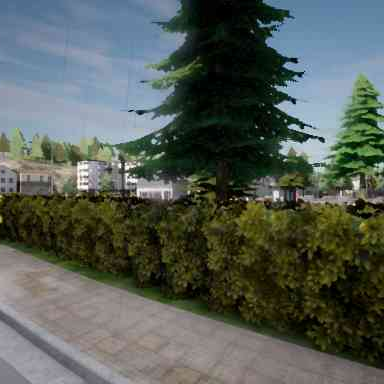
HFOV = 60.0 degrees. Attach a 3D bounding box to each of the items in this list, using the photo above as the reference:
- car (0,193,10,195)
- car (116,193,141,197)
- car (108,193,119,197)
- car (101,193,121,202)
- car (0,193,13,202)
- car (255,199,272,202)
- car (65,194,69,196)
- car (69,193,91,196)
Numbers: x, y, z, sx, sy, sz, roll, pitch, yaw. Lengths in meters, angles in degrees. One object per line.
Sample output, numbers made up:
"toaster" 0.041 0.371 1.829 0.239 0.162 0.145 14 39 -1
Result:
"car" -23.145 1.330 40.971 5.027 1.636 2.152 0 0 -45
"car" -9.708 1.384 53.927 3.806 1.475 1.970 0 0 -45
"car" -15.228 1.097 70.363 4.605 1.855 1.932 0 0 -45
"car" -17.555 1.077 72.150 3.866 1.878 1.905 0 0 -45
"car" -41.123 1.097 71.368 4.605 1.855 1.932 0 0 -45
"car" 9.885 1.478 44.371 5.008 1.535 1.882 0 0 -45
"car" -31.230 1.232 85.648 3.806 1.475 1.970 0 0 -45
"car" -26.509 1.154 81.290 5.027 1.636 2.152 0 0 -45
